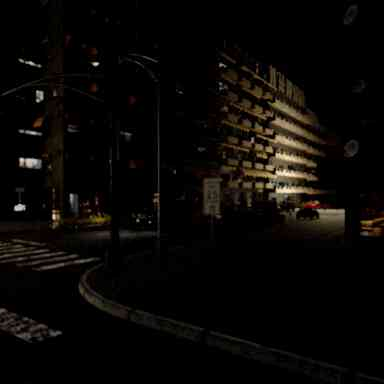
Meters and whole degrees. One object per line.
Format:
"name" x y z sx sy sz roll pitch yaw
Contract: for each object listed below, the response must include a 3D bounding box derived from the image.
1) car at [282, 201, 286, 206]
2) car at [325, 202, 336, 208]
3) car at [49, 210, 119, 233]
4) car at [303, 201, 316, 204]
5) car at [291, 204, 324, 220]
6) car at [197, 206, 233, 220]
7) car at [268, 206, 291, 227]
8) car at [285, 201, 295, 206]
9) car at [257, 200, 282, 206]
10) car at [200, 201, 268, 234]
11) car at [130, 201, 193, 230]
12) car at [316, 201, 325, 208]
"car" 12.253 2.529 50.528 1.752 1.417 4.829 -2 -2 35
"car" 31.812 3.149 78.525 1.887 1.381 4.507 -2 -2 35
"car" -7.206 1.916 22.670 1.752 1.417 4.829 -2 -2 35
"car" 22.082 2.853 64.596 1.887 1.381 4.507 -2 -2 35
"car" 12.743 2.330 36.650 1.802 1.307 4.206 -2 -2 35
"car" 2.622 2.246 36.738 1.887 1.381 4.507 -2 -2 35
"car" 6.256 2.089 27.366 1.887 1.381 4.507 -2 -2 35
"car" 15.593 2.423 55.316 2.192 1.841 5.009 -2 -2 35
"car" 8.714 2.020 40.901 2.150 2.045 5.566 0 0 35
"car" 3.011 1.757 22.730 2.192 1.841 5.009 -2 -2 35
"car" -2.169 1.687 25.335 2.150 2.045 5.566 0 -1 35
"car" 25.322 2.723 69.244 2.192 1.841 5.009 -2 -2 35
